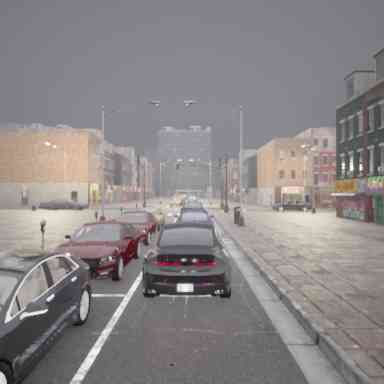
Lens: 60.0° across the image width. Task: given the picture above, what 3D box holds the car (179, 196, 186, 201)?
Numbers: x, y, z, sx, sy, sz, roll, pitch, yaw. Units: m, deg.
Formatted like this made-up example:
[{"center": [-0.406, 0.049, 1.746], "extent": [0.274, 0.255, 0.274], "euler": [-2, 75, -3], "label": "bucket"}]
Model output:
[{"center": [-2.533, 1.733, 90.925], "extent": [1.887, 1.381, 4.507], "euler": [0, 0, 0], "label": "car"}]

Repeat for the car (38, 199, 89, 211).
[{"center": [-14.610, 1.477, 37.994], "extent": [5.357, 1.411, 2.033], "euler": [0, 0, 2], "label": "car"}]

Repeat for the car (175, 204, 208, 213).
[{"center": [0.111, 1.530, 15.968], "extent": [1.812, 1.442, 4.674], "euler": [0, 0, 0], "label": "car"}]

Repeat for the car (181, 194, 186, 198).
[{"center": [-2.568, 1.396, 58.260], "extent": [2.192, 1.841, 5.009], "euler": [0, 0, 0], "label": "car"}]

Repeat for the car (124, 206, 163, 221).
[{"center": [-2.616, 1.549, 15.365], "extent": [1.887, 1.381, 4.507], "euler": [0, 0, 0], "label": "car"}]

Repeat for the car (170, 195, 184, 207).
[{"center": [-2.575, 1.592, 52.647], "extent": [1.752, 1.417, 4.829], "euler": [0, 0, 0], "label": "car"}]

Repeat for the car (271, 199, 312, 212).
[{"center": [12.250, 1.698, 41.023], "extent": [4.892, 1.490, 1.837], "euler": [1, 0, 0], "label": "car"}]

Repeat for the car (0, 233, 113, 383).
[{"center": [-2.628, 1.551, 4.377], "extent": [2.008, 1.369, 4.403], "euler": [0, 0, 0], "label": "car"}]

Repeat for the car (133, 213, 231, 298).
[{"center": [-0.068, 1.506, 8.509], "extent": [1.837, 1.490, 4.892], "euler": [0, 0, 1], "label": "car"}]

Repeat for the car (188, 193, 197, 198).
[{"center": [0.093, 1.376, 82.927], "extent": [2.150, 2.045, 5.566], "euler": [0, 0, 0], "label": "car"}]

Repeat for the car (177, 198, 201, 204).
[{"center": [0.052, 1.493, 26.236], "extent": [1.882, 1.535, 5.008], "euler": [0, 0, 0], "label": "car"}]

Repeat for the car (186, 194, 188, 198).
[{"center": [-2.546, 1.674, 79.866], "extent": [1.752, 1.417, 4.829], "euler": [0, 0, 0], "label": "car"}]

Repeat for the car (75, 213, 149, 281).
[{"center": [-2.622, 1.545, 9.871], "extent": [1.887, 1.381, 4.507], "euler": [0, 0, 0], "label": "car"}]
